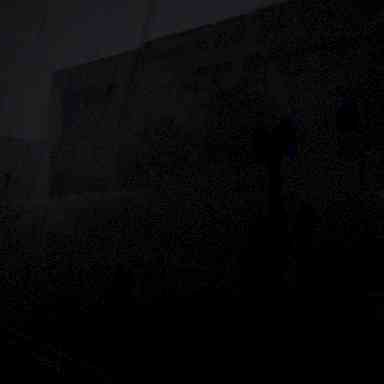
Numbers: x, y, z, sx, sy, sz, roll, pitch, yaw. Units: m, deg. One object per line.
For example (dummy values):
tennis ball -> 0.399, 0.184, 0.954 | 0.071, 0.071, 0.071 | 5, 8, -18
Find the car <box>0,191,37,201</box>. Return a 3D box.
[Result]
car -> -26.398, 0.561, 50.468 | 2.033, 1.411, 5.357 | 3, 0, 35
